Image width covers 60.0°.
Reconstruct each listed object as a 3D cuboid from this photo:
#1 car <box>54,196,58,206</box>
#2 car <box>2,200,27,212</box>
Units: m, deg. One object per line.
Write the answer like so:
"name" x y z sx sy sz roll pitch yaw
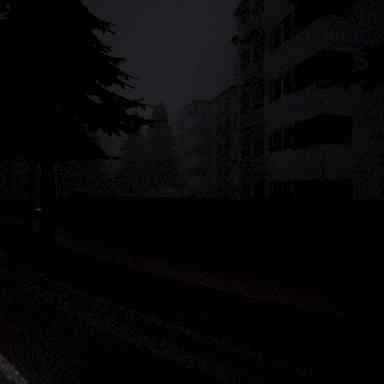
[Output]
"car" -19.097 1.345 49.146 2.097 1.767 4.553 0 0 16
"car" -20.130 1.558 38.794 1.994 1.385 4.181 0 0 2
